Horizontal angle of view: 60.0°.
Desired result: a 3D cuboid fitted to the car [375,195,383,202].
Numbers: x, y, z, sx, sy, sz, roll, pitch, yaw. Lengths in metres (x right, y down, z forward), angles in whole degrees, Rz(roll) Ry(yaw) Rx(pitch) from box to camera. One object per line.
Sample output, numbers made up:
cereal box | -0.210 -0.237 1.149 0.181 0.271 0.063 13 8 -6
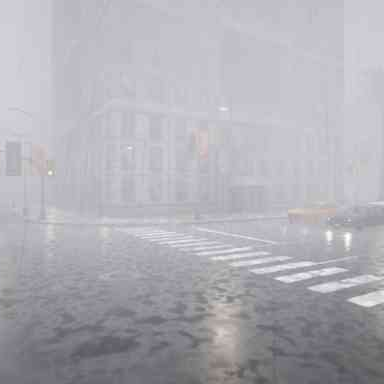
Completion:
car | 17.690 1.221 29.216 5.566 2.045 2.150 0 0 -31

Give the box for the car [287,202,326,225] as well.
car | 8.995 1.478 23.924 5.008 1.535 1.882 0 0 -32

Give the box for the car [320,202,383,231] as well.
car | 10.808 1.547 20.933 5.357 1.411 2.033 0 0 -32
